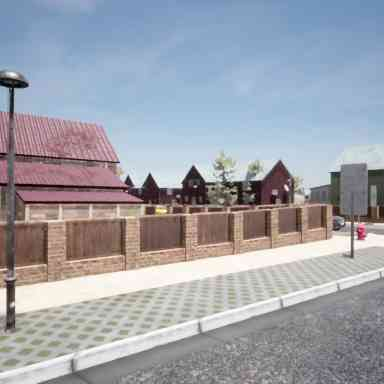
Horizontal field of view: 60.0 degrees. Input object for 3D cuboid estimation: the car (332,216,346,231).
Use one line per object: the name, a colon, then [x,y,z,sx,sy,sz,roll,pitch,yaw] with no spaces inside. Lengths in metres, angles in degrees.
car: [7.933,1.828,22.620,1.837,1.490,4.892,1,-2,-35]

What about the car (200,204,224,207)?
car: [2.215,1.947,30.578,2.097,1.767,4.553,1,-2,-36]

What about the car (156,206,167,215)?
car: [-3.585,2.349,38.611,1.882,1.535,5.008,1,-2,-35]
